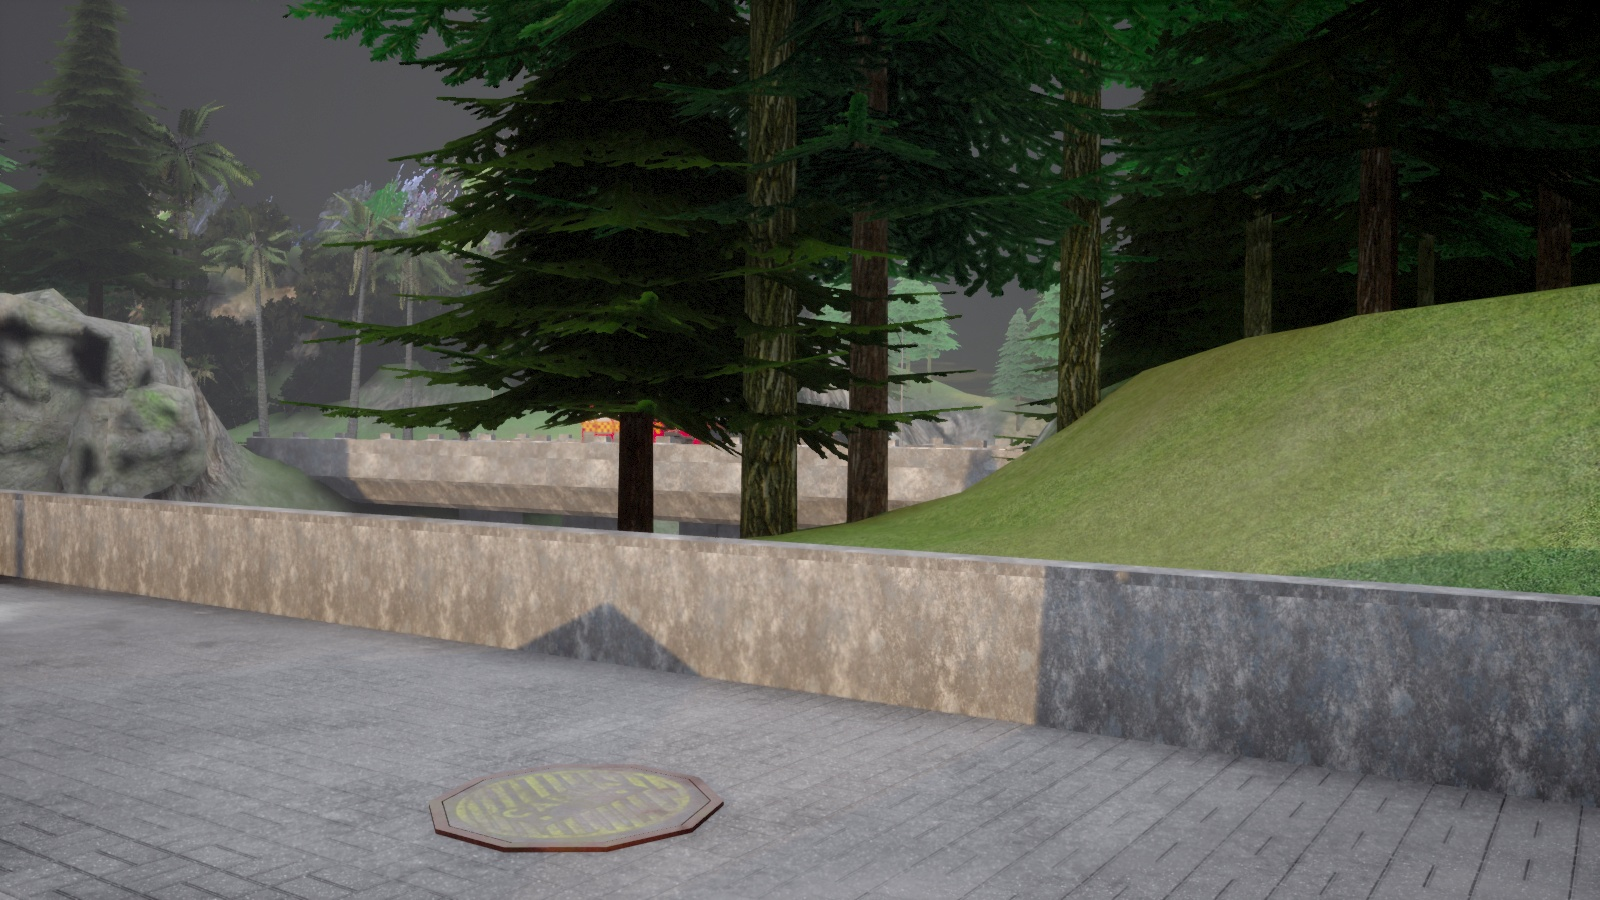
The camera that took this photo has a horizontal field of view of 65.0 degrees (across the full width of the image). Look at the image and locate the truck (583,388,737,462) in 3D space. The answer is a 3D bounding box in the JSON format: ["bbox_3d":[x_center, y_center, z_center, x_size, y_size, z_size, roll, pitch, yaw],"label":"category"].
[{"bbox_3d":[-7.718,-1.302,68.762,8.468,3.827,2.891,0,1,34],"label":"truck"}]
